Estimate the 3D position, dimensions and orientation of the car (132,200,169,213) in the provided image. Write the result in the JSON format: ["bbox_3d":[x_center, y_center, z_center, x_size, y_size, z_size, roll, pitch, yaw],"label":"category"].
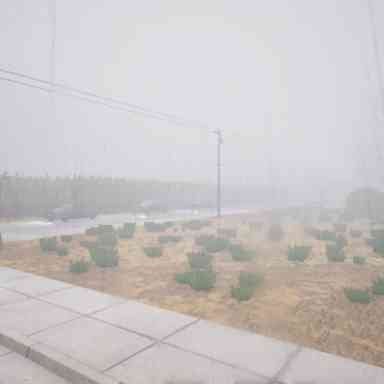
[{"bbox_3d":[-4.286,1.553,35.075,1.812,1.442,4.674,0,0,33],"label":"car"}]

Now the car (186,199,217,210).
[{"bbox_3d":[1.348,1.575,43.853,2.033,1.411,5.357,0,0,33],"label":"car"}]

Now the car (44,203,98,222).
[{"bbox_3d":[-9.652,1.591,26.754,1.994,1.385,4.181,0,0,33],"label":"car"}]
